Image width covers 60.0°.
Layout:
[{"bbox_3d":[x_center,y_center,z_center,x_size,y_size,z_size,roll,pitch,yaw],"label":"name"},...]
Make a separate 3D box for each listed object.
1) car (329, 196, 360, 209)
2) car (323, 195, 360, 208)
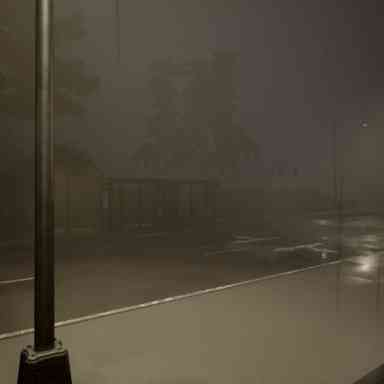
[{"bbox_3d":[20.351,1.477,45.641,1.882,1.535,5.008,0,0,-36],"label":"car"},{"bbox_3d":[22.083,1.352,49.235,2.097,1.767,4.553,0,0,-36],"label":"car"}]
